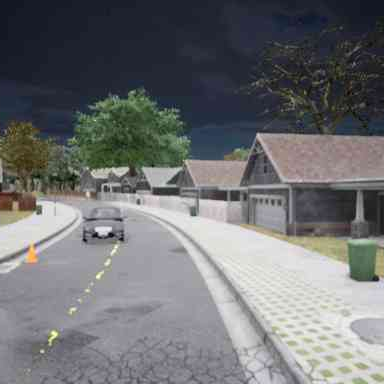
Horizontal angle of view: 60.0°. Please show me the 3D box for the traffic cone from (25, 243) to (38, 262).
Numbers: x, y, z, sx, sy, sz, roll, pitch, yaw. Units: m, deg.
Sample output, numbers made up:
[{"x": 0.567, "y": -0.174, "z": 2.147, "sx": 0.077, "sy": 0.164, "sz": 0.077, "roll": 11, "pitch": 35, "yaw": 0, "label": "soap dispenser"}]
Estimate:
[{"x": -5.206, "y": 1.958, "z": 10.812, "sx": 0.340, "sy": 0.580, "sz": 0.340, "roll": 0, "pitch": 0, "yaw": -7, "label": "traffic cone"}]

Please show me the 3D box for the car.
[{"x": -4.217, "y": 1.495, "z": 16.325, "sx": 2.128, "sy": 1.511, "sz": 4.902, "roll": 0, "pitch": 0, "yaw": -12, "label": "car"}]
